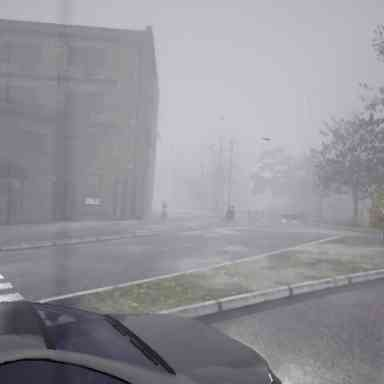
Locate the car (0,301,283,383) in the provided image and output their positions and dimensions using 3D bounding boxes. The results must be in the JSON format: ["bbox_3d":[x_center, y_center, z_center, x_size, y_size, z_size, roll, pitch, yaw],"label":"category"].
[{"bbox_3d":[-1.222,1.564,2.331,4.181,1.385,1.994,1,0,-35],"label":"car"}]

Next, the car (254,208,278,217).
[{"bbox_3d":[12.377,3.210,52.604,4.902,1.511,2.128,3,-2,4],"label":"car"}]

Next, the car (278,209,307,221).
[{"bbox_3d":[13.097,2.917,42.208,2.033,1.411,5.357,2,-3,34],"label":"car"}]
